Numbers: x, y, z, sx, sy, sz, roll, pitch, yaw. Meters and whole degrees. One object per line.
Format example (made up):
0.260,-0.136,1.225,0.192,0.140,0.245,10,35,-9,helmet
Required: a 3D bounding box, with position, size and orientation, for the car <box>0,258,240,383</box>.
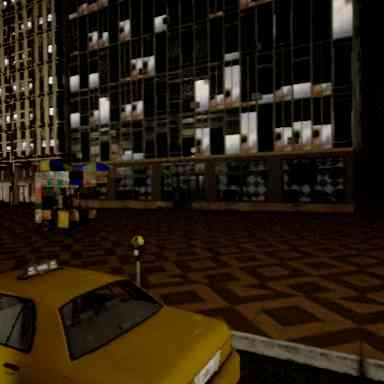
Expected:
-1.912,1.476,3.859,4.829,1.417,1.752,0,2,28,car
